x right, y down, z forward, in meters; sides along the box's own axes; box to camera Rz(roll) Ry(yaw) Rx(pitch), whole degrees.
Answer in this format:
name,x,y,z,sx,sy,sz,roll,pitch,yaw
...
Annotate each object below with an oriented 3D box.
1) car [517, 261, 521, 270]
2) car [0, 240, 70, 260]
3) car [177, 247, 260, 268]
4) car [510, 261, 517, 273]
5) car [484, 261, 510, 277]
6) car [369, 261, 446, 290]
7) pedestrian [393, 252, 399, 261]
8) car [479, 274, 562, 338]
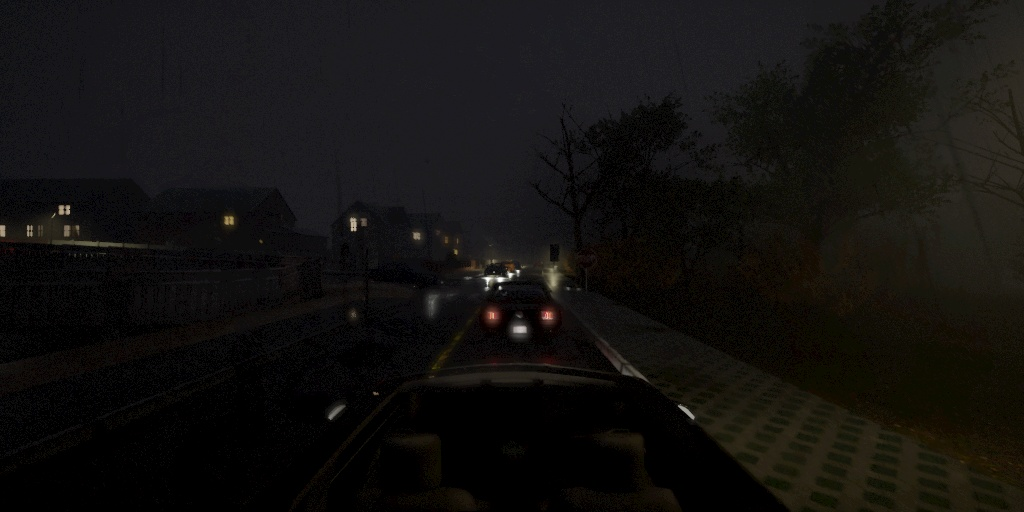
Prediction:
name,x,y,z,sx,sy,sz,roll,pitch,yaw
car,0.344,1.469,57.395,1.812,1.442,4.674,0,-1,6
car,-31.250,-0.197,22.889,5.008,1.535,1.882,2,0,1
car,-18.341,0.288,22.621,4.553,1.767,2.097,3,0,1
car,-0.784,1.340,46.332,1.882,1.535,5.008,0,0,6
car,-1.601,1.375,36.239,1.994,1.385,4.181,0,0,3
car,-6.223,1.075,21.385,4.674,1.442,1.812,5,0,17
pedestrian,-9.173,0.552,28.297,0.375,1.860,0.375,0,-3,1
car,0.215,1.357,10.192,1.895,1.301,4.718,0,0,1
